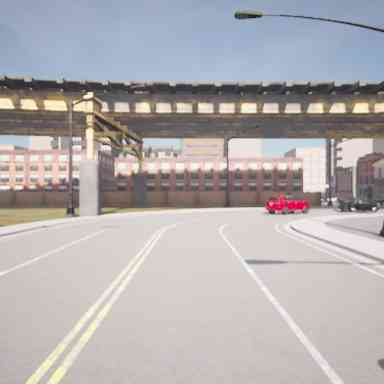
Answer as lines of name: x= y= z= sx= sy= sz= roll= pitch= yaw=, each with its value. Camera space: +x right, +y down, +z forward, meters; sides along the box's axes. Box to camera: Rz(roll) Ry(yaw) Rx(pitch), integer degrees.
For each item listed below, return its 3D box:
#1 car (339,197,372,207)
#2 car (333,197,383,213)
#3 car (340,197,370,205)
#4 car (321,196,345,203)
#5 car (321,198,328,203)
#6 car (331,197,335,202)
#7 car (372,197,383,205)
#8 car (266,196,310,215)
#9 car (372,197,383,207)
car: x=28.972 y=1.743 z=59.054 sx=2.038 sy=1.542 sz=4.974 roll=0 pitch=0 yaw=-29
car: x=20.209 y=1.690 z=40.352 sx=4.902 sy=1.511 sz=2.128 roll=0 pitch=0 yaw=-11
car: x=28.947 y=1.585 z=59.100 sx=1.853 sy=1.218 sz=4.536 roll=0 pitch=0 yaw=-29
car: x=33.318 y=1.839 z=78.682 sx=2.038 sy=1.542 sz=4.974 roll=0 pitch=0 yaw=-34
car: x=29.275 y=1.678 z=77.883 sx=4.536 sy=1.218 sz=1.853 roll=0 pitch=0 yaw=-39
car: x=33.348 y=1.681 z=78.640 sx=1.853 sy=1.218 sz=4.536 roll=0 pitch=0 yaw=-34
car: x=32.050 y=1.574 z=56.953 sx=1.853 sy=1.218 sz=4.536 roll=0 pitch=0 yaw=31
car: x=10.530 y=1.402 z=36.479 sx=5.566 sy=2.045 sz=2.150 roll=0 pitch=0 yaw=-34
car: x=32.024 y=1.732 z=56.907 sx=2.038 sy=1.542 sz=4.974 roll=0 pitch=0 yaw=31
